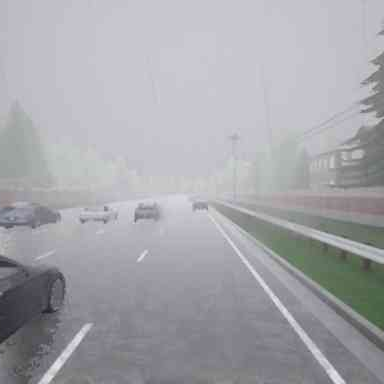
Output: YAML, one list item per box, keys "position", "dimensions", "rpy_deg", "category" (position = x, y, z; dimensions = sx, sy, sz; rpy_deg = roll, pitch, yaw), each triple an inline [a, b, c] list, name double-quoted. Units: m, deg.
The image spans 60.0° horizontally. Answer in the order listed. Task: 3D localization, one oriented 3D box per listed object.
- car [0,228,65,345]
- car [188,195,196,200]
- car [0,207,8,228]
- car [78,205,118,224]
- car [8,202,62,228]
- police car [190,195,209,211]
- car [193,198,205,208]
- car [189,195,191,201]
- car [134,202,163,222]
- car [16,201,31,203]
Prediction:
- position: [-3.417, 1.534, 4.652]
  dimensions: [1.812, 1.442, 4.674]
  rpy_deg: [0, 0, 0]
  category: "car"
- position: [-0.005, 1.500, 91.977]
  dimensions: [2.128, 1.511, 4.902]
  rpy_deg: [0, 0, 0]
  category: "car"
- position: [-6.908, 1.366, 8.141]
  dimensions: [2.097, 1.767, 4.553]
  rpy_deg: [0, 0, 0]
  category: "car"
- position: [-6.905, 1.645, 25.058]
  dimensions: [1.895, 1.301, 4.718]
  rpy_deg: [0, 0, 0]
  category: "car"
- position: [-10.407, 1.586, 21.761]
  dimensions: [2.033, 1.411, 5.357]
  rpy_deg: [0, 0, 0]
  category: "car"
- position: [1.046, 1.498, 41.412]
  dimensions: [1.930, 1.638, 5.238]
  rpy_deg: [0, 0, 0]
  category: "police car"
- position: [1.046, 1.616, 51.302]
  dimensions: [1.812, 1.442, 4.674]
  rpy_deg: [0, 0, 0]
  category: "car"
- position: [1.044, 1.451, 57.273]
  dimensions: [2.097, 1.767, 4.553]
  rpy_deg: [0, 0, 0]
  category: "car"
- position: [-3.405, 1.538, 26.668]
  dimensions: [2.128, 1.511, 4.902]
  rpy_deg: [0, 0, 0]
  category: "car"
- position: [-13.904, 1.527, 28.218]
  dimensions: [1.882, 1.535, 5.008]
  rpy_deg: [0, 0, 0]
  category: "car"
